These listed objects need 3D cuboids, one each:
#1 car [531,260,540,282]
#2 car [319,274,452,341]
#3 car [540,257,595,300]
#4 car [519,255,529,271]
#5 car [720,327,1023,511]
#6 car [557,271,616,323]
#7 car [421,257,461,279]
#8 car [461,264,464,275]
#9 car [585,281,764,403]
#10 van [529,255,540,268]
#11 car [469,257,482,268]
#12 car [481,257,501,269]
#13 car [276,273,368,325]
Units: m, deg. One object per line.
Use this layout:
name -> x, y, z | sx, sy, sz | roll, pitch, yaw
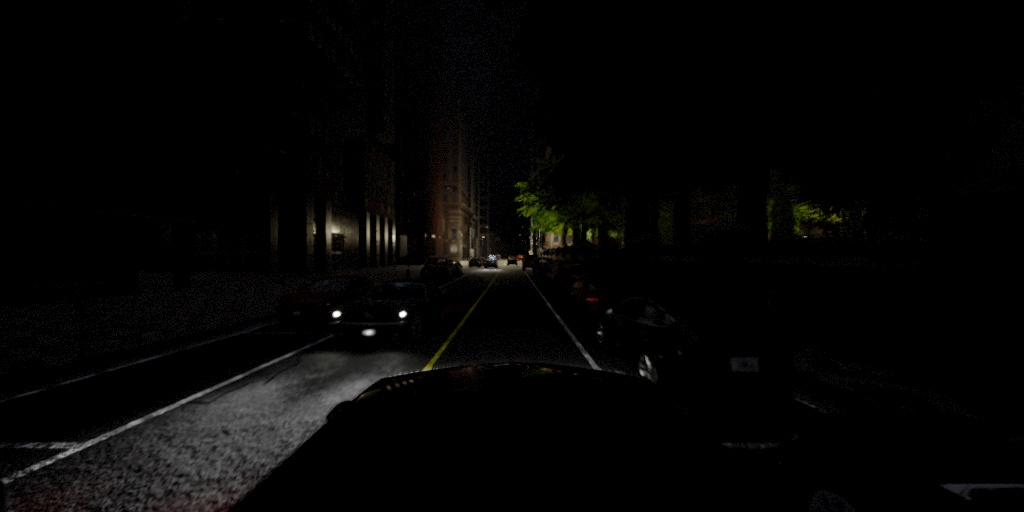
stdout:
car -> 2.776, 1.252, 28.428 | 1.888, 1.381, 4.507 | 0, 0, 0
car -> -3.091, 1.347, 9.957 | 1.895, 1.301, 4.718 | 0, 0, 0
car -> 2.769, 1.053, 17.376 | 2.192, 1.841, 5.009 | 0, 0, 0
car -> 2.418, 0.852, 46.298 | 2.150, 2.045, 5.566 | 0, 0, 0
car -> 2.759, 1.301, 0.797 | 2.007, 1.370, 4.403 | 0, 0, 0
car -> 2.766, 1.330, 11.850 | 1.802, 1.307, 4.207 | 0, 0, 0
car -> -5.750, 1.017, 28.422 | 2.192, 1.841, 5.009 | 0, 0, 0
car -> -5.747, 1.118, 33.946 | 1.967, 1.591, 4.097 | 0, 0, 0
car -> 2.761, 1.317, 6.323 | 1.948, 1.339, 4.313 | 0, 0, 0
van -> 2.779, 1.024, 33.952 | 1.690, 1.789, 3.998 | 0, 0, 0
car -> -5.734, 1.120, 56.044 | 2.007, 1.370, 4.403 | 0, 0, 0
car -> -3.034, 1.192, 52.313 | 1.895, 1.301, 4.718 | 0, 0, 1
car -> -5.759, 1.288, 11.844 | 1.888, 1.381, 4.507 | 0, 0, 0
